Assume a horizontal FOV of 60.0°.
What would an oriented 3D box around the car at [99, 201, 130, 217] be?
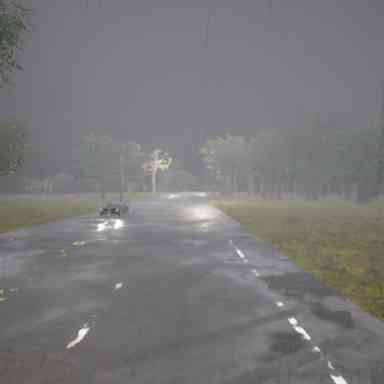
[{"bbox_3d":[-7.005,1.536,30.278,1.895,1.301,4.718,0,0,0],"label":"car"}]
